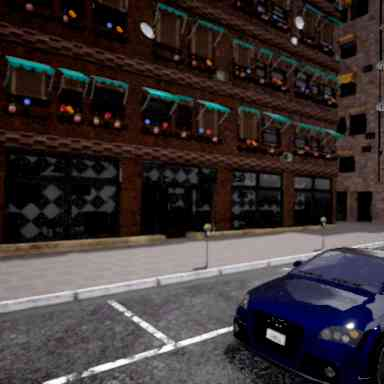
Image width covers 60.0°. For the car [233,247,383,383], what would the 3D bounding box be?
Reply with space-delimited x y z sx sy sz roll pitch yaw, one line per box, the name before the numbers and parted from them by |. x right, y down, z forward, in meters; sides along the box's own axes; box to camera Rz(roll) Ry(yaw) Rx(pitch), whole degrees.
car | 2.659 1.623 5.259 4.181 1.385 1.994 1 0 -35
